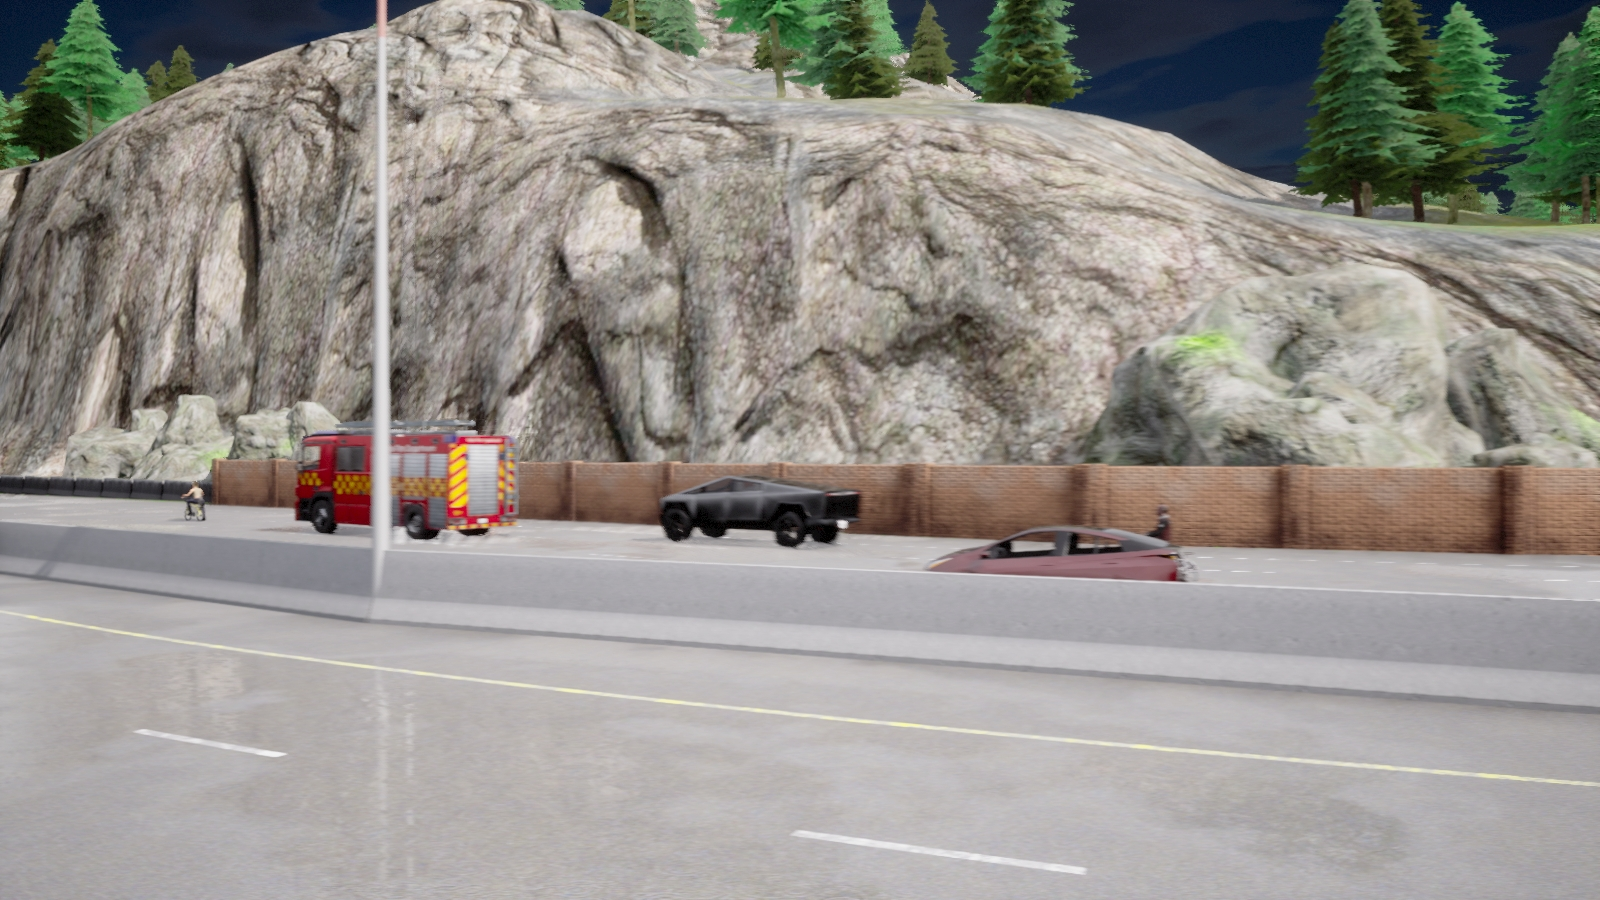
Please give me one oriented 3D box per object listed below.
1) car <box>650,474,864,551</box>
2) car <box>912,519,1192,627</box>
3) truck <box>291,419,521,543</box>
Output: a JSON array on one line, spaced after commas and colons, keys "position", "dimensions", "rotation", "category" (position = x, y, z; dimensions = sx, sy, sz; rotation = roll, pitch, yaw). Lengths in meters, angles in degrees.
[{"position": [-1.383, 1.821, 34.937], "dimensions": [6.274, 2.098, 2.390], "rotation": [0, 0, 31], "category": "car"}, {"position": [4.433, 2.080, 20.058], "dimensions": [4.514, 1.525, 2.007], "rotation": [0, 0, 22], "category": "car"}, {"position": [-13.493, 0.965, 38.805], "dimensions": [8.468, 3.827, 2.891], "rotation": [0, 0, 34], "category": "truck"}]
